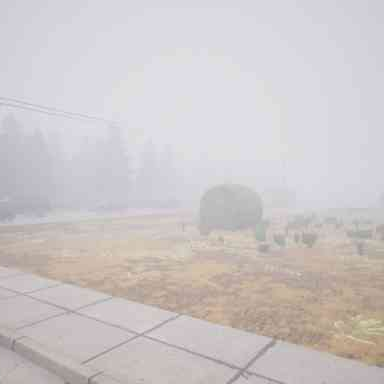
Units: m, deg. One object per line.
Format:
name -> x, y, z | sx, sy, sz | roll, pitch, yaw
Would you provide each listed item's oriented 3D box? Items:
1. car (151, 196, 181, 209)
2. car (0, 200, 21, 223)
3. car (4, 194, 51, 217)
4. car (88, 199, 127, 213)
car -> -3.559, 1.379, 45.816 | 2.097, 1.767, 4.553 | 0, 0, 37
car -> -15.176, 1.552, 23.726 | 1.812, 1.442, 4.674 | 0, 0, 36
car -> -15.476, 1.248, 29.693 | 2.150, 2.045, 5.566 | 0, 0, 36
car -> -9.526, 1.552, 37.740 | 1.812, 1.442, 4.674 | 0, 0, 37
